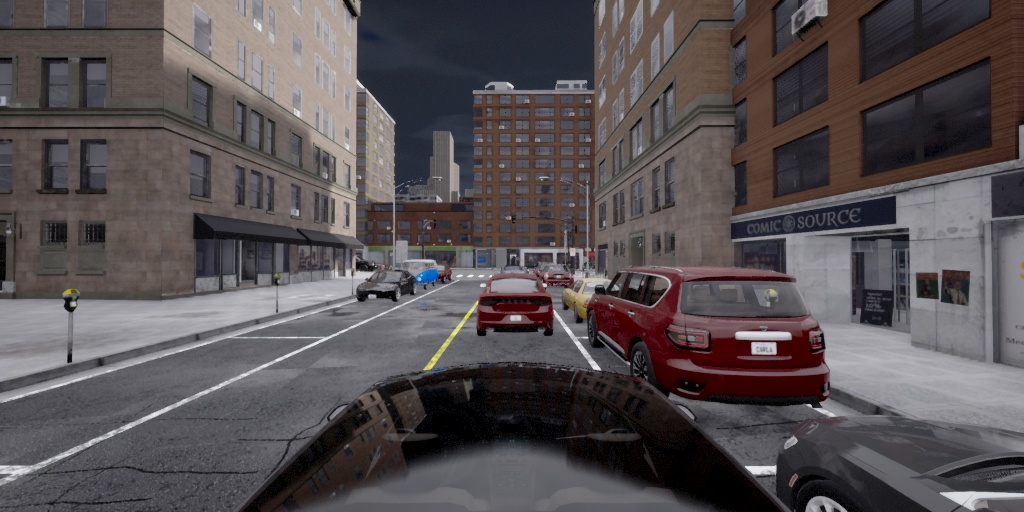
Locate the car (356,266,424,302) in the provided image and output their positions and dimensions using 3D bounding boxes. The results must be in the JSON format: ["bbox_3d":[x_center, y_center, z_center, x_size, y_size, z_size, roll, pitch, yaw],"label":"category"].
[{"bbox_3d":[-5.841,1.331,17.178,1.948,1.339,4.313,0,0,0],"label":"car"}]

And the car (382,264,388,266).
[{"bbox_3d":[-17.439,1.226,44.309,4.181,1.385,1.994,0,-1,0],"label":"car"}]

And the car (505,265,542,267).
[{"bbox_3d":[0.115,1.259,18.017,2.128,1.511,4.902,0,0,0],"label":"car"}]

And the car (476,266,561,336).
[{"bbox_3d":[0.056,1.235,10.483,1.882,1.535,5.008,0,0,-1],"label":"car"}]

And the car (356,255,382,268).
[{"bbox_3d":[-18.352,0.842,41.071,5.566,2.045,2.150,0,-1,0],"label":"car"}]

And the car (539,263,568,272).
[{"bbox_3d":[2.690,1.213,22.650,1.967,1.591,4.097,0,0,0],"label":"car"}]

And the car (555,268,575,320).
[{"bbox_3d":[2.679,1.284,11.855,1.751,1.417,4.829,0,0,0],"label":"car"}]

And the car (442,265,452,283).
[{"bbox_3d":[-5.829,1.326,28.143,1.888,1.381,4.507,0,0,0],"label":"car"}]

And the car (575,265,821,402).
[{"bbox_3d":[2.674,1.068,6.202,2.192,1.841,5.009,0,0,0],"label":"car"}]

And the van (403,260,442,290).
[{"bbox_3d":[-5.835,1.114,22.661,1.690,1.789,3.998,0,0,0],"label":"van"}]

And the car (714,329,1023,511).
[{"bbox_3d":[2.668,1.300,0.721,2.007,1.370,4.403,0,0,0],"label":"car"}]
